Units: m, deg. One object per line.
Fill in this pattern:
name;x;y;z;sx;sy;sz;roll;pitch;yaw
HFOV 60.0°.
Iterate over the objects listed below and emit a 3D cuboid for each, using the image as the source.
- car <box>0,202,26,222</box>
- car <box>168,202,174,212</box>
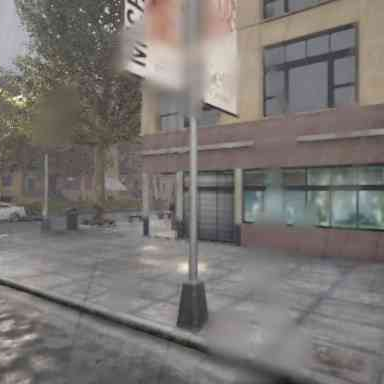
car;-14.608;1.488;24.150;1.812;1.442;4.674;0;0;37
car;-0.780;1.532;37.400;1.994;1.385;4.181;0;0;35
